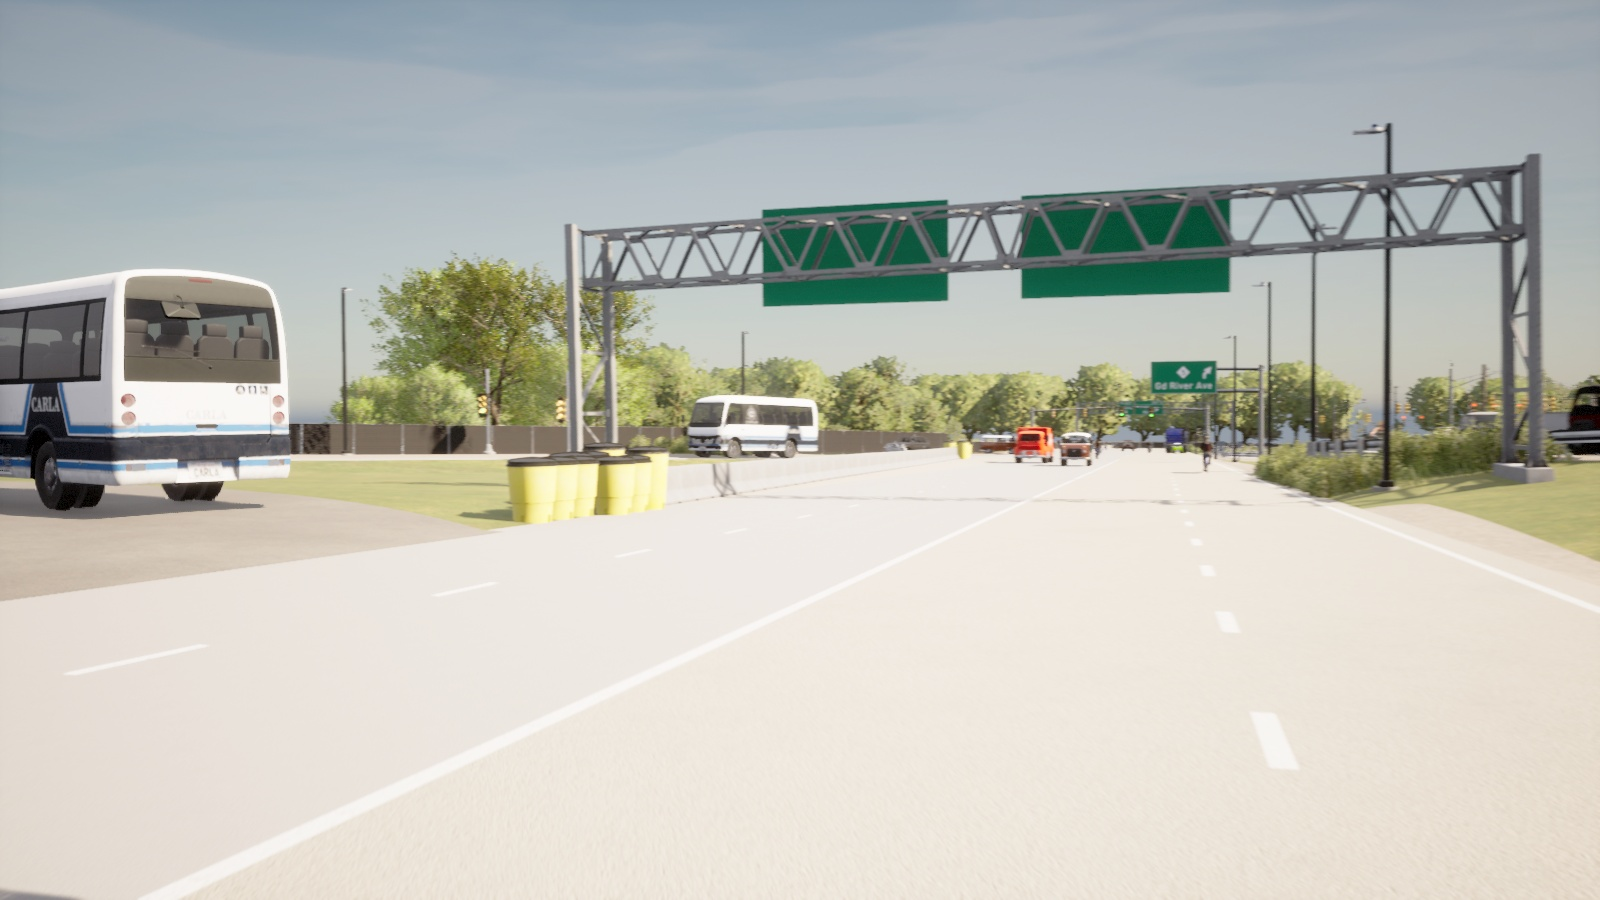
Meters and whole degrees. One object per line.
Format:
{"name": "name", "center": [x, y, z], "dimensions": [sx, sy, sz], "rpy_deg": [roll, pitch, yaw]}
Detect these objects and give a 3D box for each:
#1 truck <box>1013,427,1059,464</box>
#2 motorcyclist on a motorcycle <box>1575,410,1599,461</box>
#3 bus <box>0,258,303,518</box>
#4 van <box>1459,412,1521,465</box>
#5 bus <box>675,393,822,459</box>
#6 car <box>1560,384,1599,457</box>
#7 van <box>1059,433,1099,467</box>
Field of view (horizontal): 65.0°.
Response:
{"name": "truck", "center": [16.203, -0.311, 86.036], "dimensions": [2.627, 2.467, 5.204], "rpy_deg": [0, 0, 16]}
{"name": "motorcyclist on a motorcycle", "center": [24.893, -0.448, 38.521], "dimensions": [0.866, 1.530, 2.191], "rpy_deg": [0, -1, -1]}
{"name": "bus", "center": [-14.674, -1.144, 25.290], "dimensions": [10.273, 4.253, 3.944], "rpy_deg": [1, 2, 38]}
{"name": "van", "center": [27.796, -0.438, 50.722], "dimensions": [1.775, 1.987, 4.442], "rpy_deg": [1, -1, 23]}
{"name": "bus", "center": [-3.357, -1.552, 85.665], "dimensions": [3.944, 4.253, 10.273], "rpy_deg": [1, 1, 41]}
{"name": "car", "center": [21.843, -0.782, 32.260], "dimensions": [1.905, 1.878, 3.866], "rpy_deg": [0, -1, -9]}
{"name": "van", "center": [16.921, -0.021, 75.930], "dimensions": [2.069, 2.038, 4.480], "rpy_deg": [0, 0, 16]}
